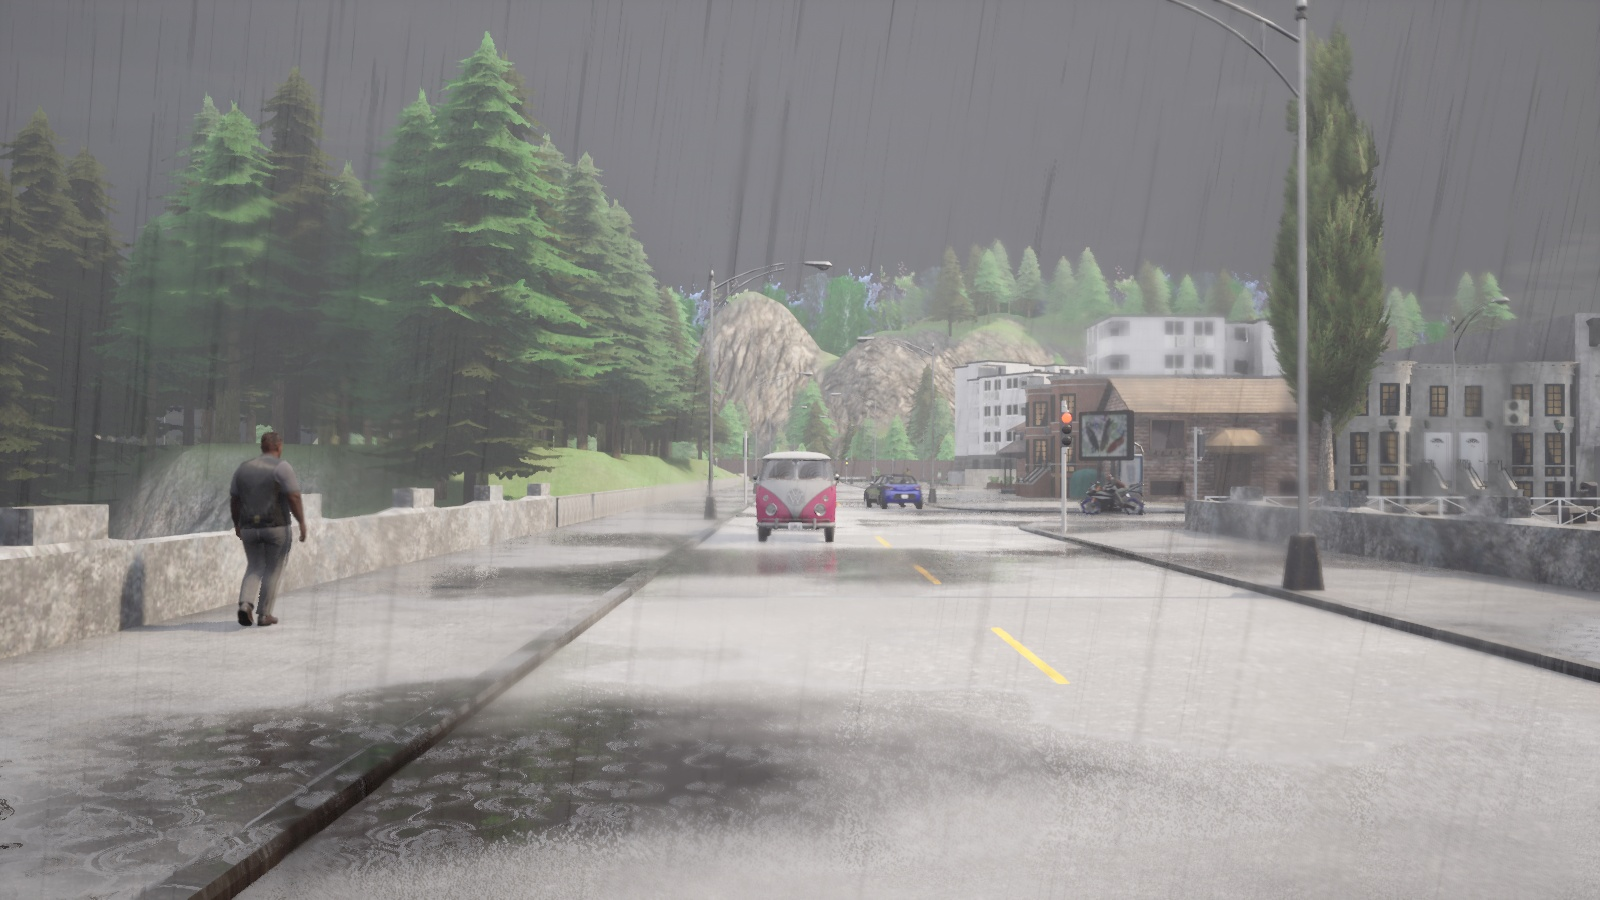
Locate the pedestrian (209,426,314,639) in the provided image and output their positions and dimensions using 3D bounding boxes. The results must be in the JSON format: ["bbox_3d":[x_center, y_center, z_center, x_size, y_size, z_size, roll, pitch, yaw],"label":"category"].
[{"bbox_3d":[-4.924,0.737,11.527,0.563,1.883,0.849,0,-1,3],"label":"pedestrian"}]

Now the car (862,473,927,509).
[{"bbox_3d":[3.952,1.705,53.332,1.816,1.474,4.193,0,-1,-9],"label":"car"}]

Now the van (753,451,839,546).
[{"bbox_3d":[-0.053,1.045,28.503,1.775,1.987,4.442,0,-1,1],"label":"van"}]

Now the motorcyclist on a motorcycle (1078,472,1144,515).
[{"bbox_3d":[11.331,1.570,45.745,2.191,1.530,0.866,0,-1,2],"label":"motorcyclist on a motorcycle"}]
